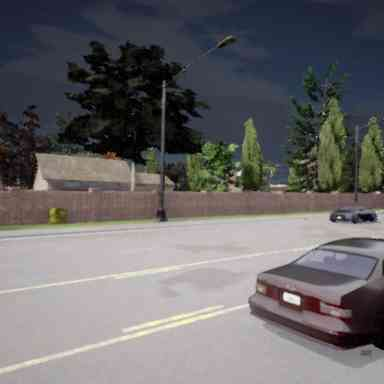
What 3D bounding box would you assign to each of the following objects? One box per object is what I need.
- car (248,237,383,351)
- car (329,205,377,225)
[{"bbox_3d":[3.470,1.586,6.221,5.357,1.411,2.033,0,0,-35],"label":"car"},{"bbox_3d":[12.539,1.718,25.822,4.181,1.385,1.994,0,0,-35],"label":"car"}]
